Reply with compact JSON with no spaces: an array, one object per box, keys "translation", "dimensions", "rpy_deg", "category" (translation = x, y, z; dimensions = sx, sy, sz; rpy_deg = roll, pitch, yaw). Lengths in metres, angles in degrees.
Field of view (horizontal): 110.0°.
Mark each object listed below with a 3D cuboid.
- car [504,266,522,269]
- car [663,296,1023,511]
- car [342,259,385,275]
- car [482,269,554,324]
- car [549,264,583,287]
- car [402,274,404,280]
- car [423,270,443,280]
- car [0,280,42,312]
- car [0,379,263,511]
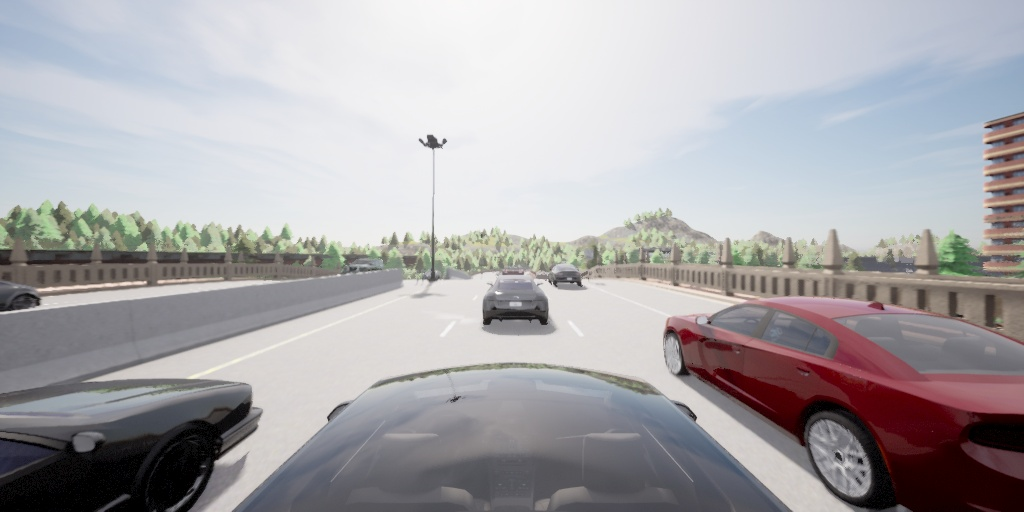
[{"translation":[0.099,1.547,31.974],"dimensions":[1.895,1.301,4.718],"rpy_deg":[0,-2,0],"category":"car"},{"translation":[3.600,1.228,4.367],"dimensions":[1.882,1.535,5.008],"rpy_deg":[0,0,0],"category":"car"},{"translation":[-14.032,1.277,34.331],"dimensions":[2.150,2.045,5.566],"rpy_deg":[0,-3,1],"category":"car"},{"translation":[0.100,1.315,12.001],"dimensions":[1.994,1.385,4.181],"rpy_deg":[0,0,0],"category":"car"},{"translation":[3.598,1.293,24.753],"dimensions":[1.812,1.442,4.674],"rpy_deg":[0,-1,0],"category":"car"},{"translation":[-17.502,2.852,52.796],"dimensions":[2.097,1.767,4.553],"rpy_deg":[0,-7,0],"category":"car"},{"translation":[-10.501,2.603,47.758],"dimensions":[2.128,1.511,4.902],"rpy_deg":[0,-6,0],"category":"car"},{"translation":[-17.593,1.315,10.857],"dimensions":[1.994,1.385,4.181],"rpy_deg":[0,0,0],"category":"car"},{"translation":[-3.408,1.298,1.071],"dimensions":[2.033,1.411,5.357],"rpy_deg":[0,0,0],"category":"car"}]
